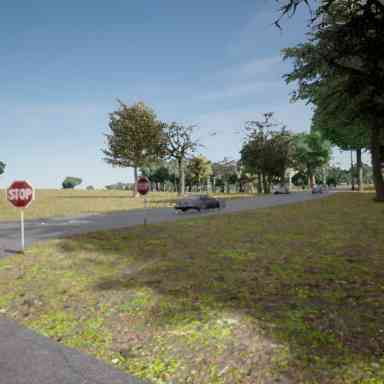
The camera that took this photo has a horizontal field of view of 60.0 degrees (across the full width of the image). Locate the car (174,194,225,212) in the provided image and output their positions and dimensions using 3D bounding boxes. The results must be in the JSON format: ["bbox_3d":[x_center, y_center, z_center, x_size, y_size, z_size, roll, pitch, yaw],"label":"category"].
[{"bbox_3d":[0.724,0.887,27.357,2.033,1.411,5.357,-3,0,35],"label":"car"}]

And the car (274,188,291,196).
[{"bbox_3d":[17.489,-0.055,64.323,2.033,1.411,5.357,-3,1,34],"label":"car"}]

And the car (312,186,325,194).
[{"bbox_3d":[25.072,-0.449,65.900,1.994,1.385,4.181,-2,1,27],"label":"car"}]
